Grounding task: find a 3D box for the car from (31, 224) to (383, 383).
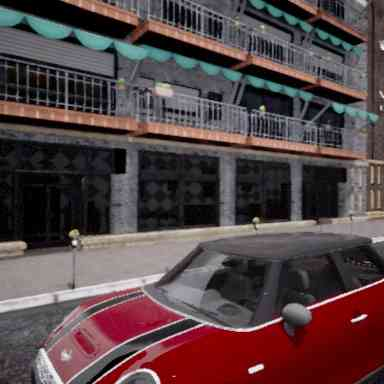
[{"bbox_3d":[0.665,1.341,3.847,4.553,1.767,2.097,0,0,-36],"label":"car"}]
